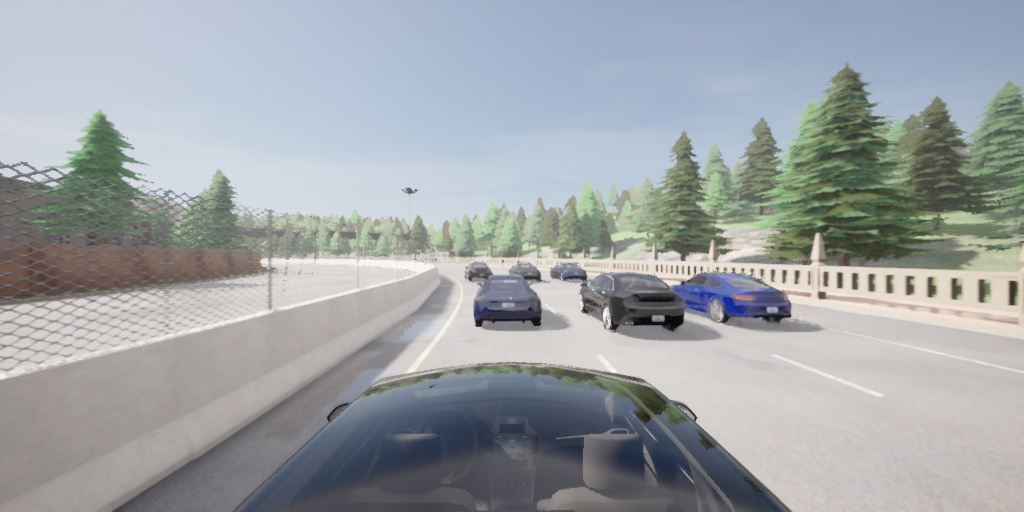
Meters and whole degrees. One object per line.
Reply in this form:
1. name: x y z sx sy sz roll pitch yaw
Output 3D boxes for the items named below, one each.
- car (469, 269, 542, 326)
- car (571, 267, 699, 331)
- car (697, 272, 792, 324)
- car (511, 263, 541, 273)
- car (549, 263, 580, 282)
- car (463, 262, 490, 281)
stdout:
1. car: -0.220 1.296 11.713 1.994 1.385 4.181 0 0 -4
2. car: 3.340 1.239 10.936 1.837 1.490 4.892 0 0 -3
3. car: 6.770 1.258 11.809 1.812 1.442 4.674 0 0 -4
4. car: 0.921 1.267 28.527 1.994 1.385 4.181 0 0 -12
5. car: 4.425 1.267 28.831 1.994 1.385 4.181 0 0 -12
6. car: -2.784 1.227 29.055 1.812 1.442 4.674 0 0 -13
